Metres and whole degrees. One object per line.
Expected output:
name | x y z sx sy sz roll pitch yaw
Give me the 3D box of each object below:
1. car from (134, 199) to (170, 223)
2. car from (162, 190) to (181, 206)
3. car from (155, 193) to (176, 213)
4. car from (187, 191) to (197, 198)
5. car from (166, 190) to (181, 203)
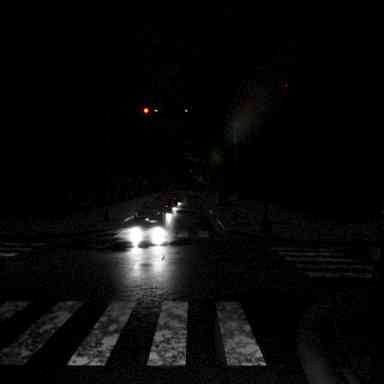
car | -2.889 1.425 23.630 1.895 1.301 4.718 0 1 0
car | -2.913 0.730 42.854 2.150 2.045 5.566 0 1 0
car | -2.904 1.182 33.000 1.837 1.490 4.892 0 1 0
car | -0.009 0.425 68.186 1.882 1.535 5.008 0 1 0
car | -2.891 0.665 52.707 2.097 1.767 4.553 0 1 0
